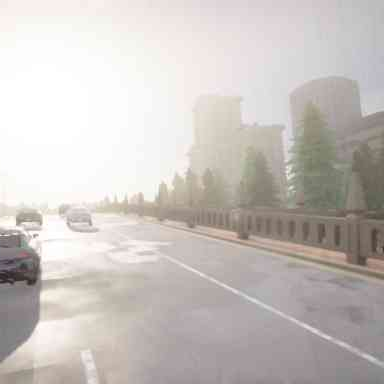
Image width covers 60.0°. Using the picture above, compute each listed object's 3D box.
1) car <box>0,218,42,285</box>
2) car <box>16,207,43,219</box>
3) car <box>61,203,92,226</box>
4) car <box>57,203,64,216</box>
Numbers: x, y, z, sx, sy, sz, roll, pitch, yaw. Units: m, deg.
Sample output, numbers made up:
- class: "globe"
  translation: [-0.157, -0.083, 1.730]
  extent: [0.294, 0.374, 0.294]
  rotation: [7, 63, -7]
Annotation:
- class: "car"
  translation: [-5.460, 1.709, 9.579]
  extent: [1.994, 1.385, 4.181]
  rotation: [0, -1, -24]
- class: "car"
  translation: [-13.142, 1.911, 26.983]
  extent: [1.812, 1.442, 4.674]
  rotation: [0, -1, -24]
- class: "car"
  translation: [-9.051, 1.861, 26.342]
  extent: [1.812, 1.442, 4.674]
  rotation: [0, -1, -24]
- class: "car"
  translation: [-14.945, 2.063, 39.679]
  extent: [1.882, 1.535, 5.008]
  rotation: [0, -2, -24]
